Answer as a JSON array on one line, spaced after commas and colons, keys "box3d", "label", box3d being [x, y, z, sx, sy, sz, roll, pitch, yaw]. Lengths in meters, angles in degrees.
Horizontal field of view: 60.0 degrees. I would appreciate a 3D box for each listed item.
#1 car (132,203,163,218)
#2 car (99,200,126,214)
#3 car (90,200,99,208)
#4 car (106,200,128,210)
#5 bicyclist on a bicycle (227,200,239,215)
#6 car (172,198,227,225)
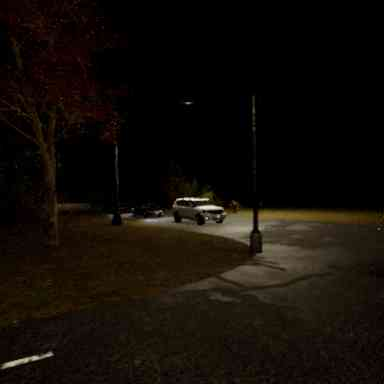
[{"box3d": [-4.851, 1.927, 35.675, 1.837, 1.490, 4.892, -2, 0, -32], "label": "car"}, {"box3d": [-10.398, 2.033, 44.460, 1.882, 1.535, 5.008, -2, 0, -32], "label": "car"}, {"box3d": [-17.771, 2.241, 62.805, 1.812, 1.442, 4.674, -2, 0, -32], "label": "car"}, {"box3d": [-12.196, 2.082, 54.001, 1.837, 1.490, 4.892, -2, 0, -32], "label": "car"}, {"box3d": [4.352, 1.630, 35.346, 1.656, 1.620, 0.582, 0, 0, -32], "label": "bicyclist on a bicycle"}, {"box3d": [0.433, 1.518, 27.269, 2.150, 2.045, 5.566, -2, 0, -34], "label": "car"}]
